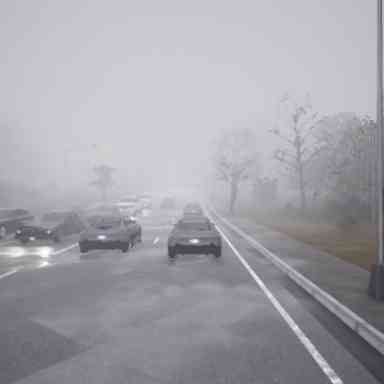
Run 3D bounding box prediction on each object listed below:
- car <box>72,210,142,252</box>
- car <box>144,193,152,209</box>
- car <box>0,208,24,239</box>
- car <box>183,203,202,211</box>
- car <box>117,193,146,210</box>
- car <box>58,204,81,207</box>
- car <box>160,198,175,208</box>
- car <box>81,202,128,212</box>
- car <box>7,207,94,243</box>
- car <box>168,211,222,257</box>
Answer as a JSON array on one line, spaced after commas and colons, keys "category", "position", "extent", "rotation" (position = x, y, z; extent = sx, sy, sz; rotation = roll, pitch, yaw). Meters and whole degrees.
[{"category": "car", "position": [-3.407, 1.702, 14.559], "extent": [1.994, 1.385, 4.181], "rotation": [0, -1, 0]}, {"category": "car", "position": [-7.064, 1.225, 47.946], "extent": [2.150, 2.045, 5.566], "rotation": [0, 2, 0]}, {"category": "car", "position": [-10.584, 1.683, 18.729], "extent": [1.837, 1.490, 4.892], "rotation": [0, -1, 3]}, {"category": "car", "position": [0.084, 1.883, 34.927], "extent": [1.994, 1.385, 4.181], "rotation": [0, 0, 0]}, {"category": "car", "position": [-7.075, 1.523, 37.805], "extent": [2.150, 2.045, 5.566], "rotation": [0, 1, 1]}, {"category": "car", "position": [-10.604, 1.748, 28.530], "extent": [1.882, 1.535, 5.008], "rotation": [0, -1, 0]}, {"category": "car", "position": [-3.522, 1.527, 48.911], "extent": [1.994, 1.385, 4.181], "rotation": [0, 2, 0]}, {"category": "car", "position": [-7.106, 1.808, 27.522], "extent": [2.033, 1.411, 5.357], "rotation": [0, -1, 0]}, {"category": "car", "position": [-7.110, 1.713, 17.448], "extent": [2.033, 1.411, 5.357], "rotation": [0, -1, 0]}, {"category": "car", "position": [0.094, 1.693, 13.512], "extent": [1.994, 1.385, 4.181], "rotation": [0, -1, 0]}]
